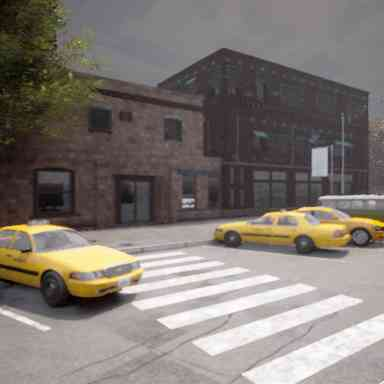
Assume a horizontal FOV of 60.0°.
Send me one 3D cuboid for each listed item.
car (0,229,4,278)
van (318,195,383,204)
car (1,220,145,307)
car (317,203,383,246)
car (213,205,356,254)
[{"bbox_3d":[-5.986,1.479,6.330,5.366,1.575,1.946,-1,-1,34],"label":"car"},{"bbox_3d":[8.353,1.189,17.050,4.442,1.987,1.878,-1,0,34],"label":"van"},{"bbox_3d":[-3.549,1.480,8.082,5.366,1.575,1.946,-1,-1,34],"label":"car"},{"bbox_3d":[6.035,1.451,15.230,5.008,1.535,2.097,-1,-1,34],"label":"car"},{"bbox_3d":[3.457,1.481,13.560,5.366,1.575,1.946,-1,0,34],"label":"car"}]
